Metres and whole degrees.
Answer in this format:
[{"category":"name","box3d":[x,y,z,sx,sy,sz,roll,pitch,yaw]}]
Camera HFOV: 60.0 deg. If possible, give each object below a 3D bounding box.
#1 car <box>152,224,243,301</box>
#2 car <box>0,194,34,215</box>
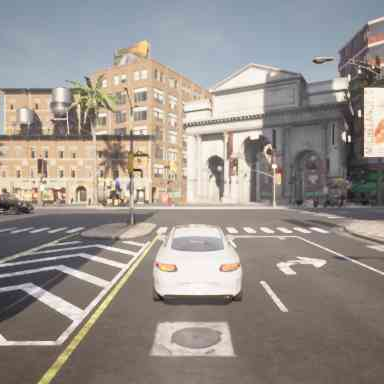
[{"category":"car","box3d":[0.109,1.525,8.211,1.812,1.442,4.674,0,0,0]},{"category":"car","box3d":[-18.597,1.218,33.022,5.566,2.045,2.150,0,-1,10]}]
